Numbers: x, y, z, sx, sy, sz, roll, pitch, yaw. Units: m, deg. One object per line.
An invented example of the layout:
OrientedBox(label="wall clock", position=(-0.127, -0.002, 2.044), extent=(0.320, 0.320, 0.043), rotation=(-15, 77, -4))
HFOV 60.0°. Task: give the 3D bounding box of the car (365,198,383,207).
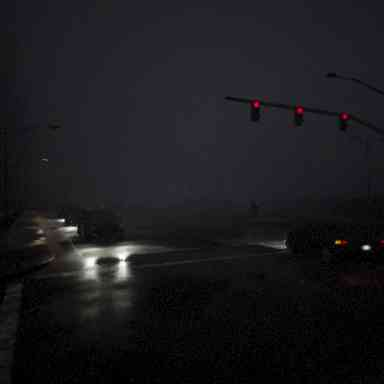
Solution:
OrientedBox(label="car", position=(32.007, 1.811, 57.127), extent=(1.784, 1.438, 3.905), rotation=(0, -1, -25))

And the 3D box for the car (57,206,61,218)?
OrientedBox(label="car", position=(-13.972, 2.133, 37.169), extent=(2.033, 1.411, 5.357), rotation=(0, -1, -25))

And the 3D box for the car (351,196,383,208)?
OrientedBox(label="car", position=(29.357, 1.608, 55.955), extent=(1.932, 1.855, 4.605), rotation=(0, -1, -25))

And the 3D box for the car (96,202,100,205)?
OrientedBox(label="car", position=(-15.623, 2.415, 57.401), extent=(1.994, 1.385, 4.181), rotation=(0, -1, -25))

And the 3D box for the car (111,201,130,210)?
OrientedBox(label="car", position=(-12.860, 2.402, 59.539), extent=(2.033, 1.411, 5.357), rotation=(0, -1, -25))

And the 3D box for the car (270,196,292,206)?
OrientedBox(label="car", position=(17.927, 1.845, 67.223), extent=(1.932, 1.855, 4.605), rotation=(0, -1, -25))

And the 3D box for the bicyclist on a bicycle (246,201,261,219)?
OrientedBox(label="bicyclist on a bicycle", position=(5.536, 1.632, 29.819), extent=(1.656, 1.620, 0.582), rotation=(0, -1, -25))

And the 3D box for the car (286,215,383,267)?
OrientedBox(label="car", position=(4.998, 1.676, 12.000), extent=(1.994, 1.385, 4.181), rotation=(0, -1, -7))

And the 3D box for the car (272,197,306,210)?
OrientedBox(label="car", position=(14.105, 1.888, 48.682), extent=(1.970, 1.475, 3.806), rotation=(0, -1, -25))

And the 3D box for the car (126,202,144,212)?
OrientedBox(label="car", position=(-8.850, 2.281, 51.212), extent=(1.994, 1.385, 4.181), rotation=(0, -1, -25))

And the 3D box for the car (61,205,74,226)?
OrientedBox(label="car", position=(-9.489, 1.994, 27.704), extent=(1.994, 1.385, 4.181), rotation=(0, -1, -25))

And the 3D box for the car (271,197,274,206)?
OrientedBox(label="car", position=(15.522, 2.061, 66.033), extent=(1.784, 1.438, 3.905), rotation=(0, -1, -25))

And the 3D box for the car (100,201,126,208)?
OrientedBox(label="car", position=(-11.818, 2.211, 49.407), extent=(2.128, 1.511, 4.902), rotation=(0, -1, -25))

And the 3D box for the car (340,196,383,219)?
OrientedBox(label="car", position=(16.442, 1.400, 30.546), extent=(1.932, 1.855, 4.605), rotation=(0, -1, -25))

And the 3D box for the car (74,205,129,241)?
OrientedBox(label="car", position=(-5.239, 1.760, 18.737), extent=(1.882, 1.535, 5.008), rotation=(0, -1, -25))

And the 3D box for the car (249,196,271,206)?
OrientedBox(label="car", position=(12.902, 2.099, 64.802), extent=(1.970, 1.475, 3.806), rotation=(0, -1, -25))
